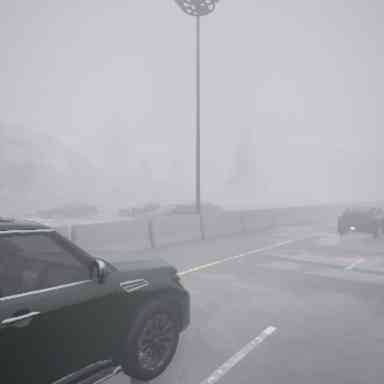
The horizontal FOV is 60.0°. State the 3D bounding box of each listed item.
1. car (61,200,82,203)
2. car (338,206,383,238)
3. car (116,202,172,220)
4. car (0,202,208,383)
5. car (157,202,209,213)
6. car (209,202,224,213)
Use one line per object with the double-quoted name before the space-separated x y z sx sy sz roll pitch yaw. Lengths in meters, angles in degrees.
"car" -10.191 1.478 27.561 1.882 1.535 5.008 0 0 40
"car" 9.328 1.502 17.718 1.837 1.490 4.892 0 -1 42
"car" -4.131 1.601 29.229 1.895 1.301 4.718 0 0 42
"car" -2.284 1.215 3.185 2.150 2.045 5.566 0 -1 35
"car" -1.234 1.526 21.908 1.812 1.442 4.674 0 0 41
"car" 0.581 1.547 29.223 2.033 1.411 5.357 0 0 43
